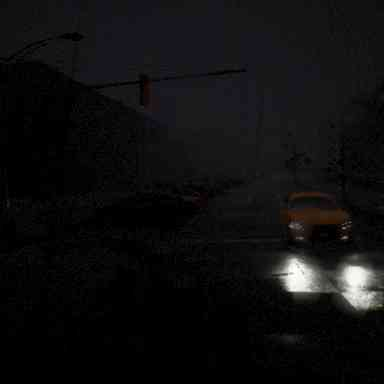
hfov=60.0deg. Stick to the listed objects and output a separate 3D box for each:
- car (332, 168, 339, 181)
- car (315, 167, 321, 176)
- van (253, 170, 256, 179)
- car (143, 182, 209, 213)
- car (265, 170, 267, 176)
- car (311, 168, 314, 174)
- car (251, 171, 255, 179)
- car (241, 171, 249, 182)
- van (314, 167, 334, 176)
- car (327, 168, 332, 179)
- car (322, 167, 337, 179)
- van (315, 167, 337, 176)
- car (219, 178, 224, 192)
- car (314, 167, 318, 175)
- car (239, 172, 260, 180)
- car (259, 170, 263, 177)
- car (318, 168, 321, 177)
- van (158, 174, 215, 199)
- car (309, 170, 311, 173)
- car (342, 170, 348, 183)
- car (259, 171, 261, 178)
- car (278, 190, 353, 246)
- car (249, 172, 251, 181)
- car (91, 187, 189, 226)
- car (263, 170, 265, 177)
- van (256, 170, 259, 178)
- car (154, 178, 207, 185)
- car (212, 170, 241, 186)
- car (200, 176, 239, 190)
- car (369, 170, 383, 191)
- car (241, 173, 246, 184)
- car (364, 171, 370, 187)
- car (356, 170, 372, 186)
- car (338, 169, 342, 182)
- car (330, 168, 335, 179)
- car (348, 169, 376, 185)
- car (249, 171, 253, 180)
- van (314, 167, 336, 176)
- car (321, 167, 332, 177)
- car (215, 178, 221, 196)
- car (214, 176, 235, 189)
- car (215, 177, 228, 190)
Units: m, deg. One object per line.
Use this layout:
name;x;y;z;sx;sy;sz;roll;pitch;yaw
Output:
car;22.005;-2.082;44.318;5.008;1.535;2.097;-3;3;-5
car;27.354;-3.546;64.248;5.366;1.575;1.946;-3;4;-3
van;10.422;-3.229;70.197;4.442;1.987;1.878;-4;3;-3
car;-1.943;0.545;20.566;5.366;1.575;1.946;-4;3;-9
car;17.225;-4.962;93.179;5.566;2.045;2.435;-4;3;-3
car;30.743;-4.395;75.626;5.366;1.575;1.946;-3;4;-3
car;9.285;-2.771;67.299;5.366;1.575;1.946;-4;3;-4
car;6.992;-2.269;58.624;4.553;1.767;2.185;-4;3;-5
van;33.357;-5.258;84.149;4.442;1.987;1.878;-3;4;-3
car;23.547;-2.471;50.040;4.792;1.488;2.163;-3;3;-5
car;25.072;-2.918;55.733;5.008;1.535;2.097;-3;3;-4
van;31.656;-4.833;78.458;4.442;1.987;1.878;-3;4;-3
car;0.365;-0.218;32.332;4.674;1.452;2.002;-4;3;-7
car;28.397;-4.015;67.096;5.566;2.045;2.435;-3;3;-3
car;14.623;-4.067;84.574;5.008;1.535;2.097;-4;3;-3
car;13.720;-4.101;81.682;5.566;2.045;2.435;-4;3;-3
car;26.702;-3.339;61.423;4.892;1.521;2.231;-3;3;-4
van;-0.820;-0.080;26.450;4.442;1.987;1.878;-4;3;-8
car;34.354;-5.502;87.004;5.566;2.045;2.435;-3;3;-3
car;20.764;-1.679;38.605;5.366;1.575;1.946;-3;3;-6
car;12.899;-3.638;78.832;5.008;1.535;2.097;-4;3;-3
car;4.129;0.762;11.759;1.882;1.535;5.008;-2;4;11
car;7.807;-2.355;61.533;4.892;1.521;2.231;-4;3;-4
car;-2.871;0.805;17.661;4.792;1.488;2.163;-4;4;-9
car;15.445;-4.529;87.422;5.566;2.045;2.435;-4;3;-3
van;12.140;-3.657;75.956;4.442;1.987;1.878;-4;3;-3
car;-1.571;0.235;23.482;4.553;1.767;2.185;-4;3;-8
car;3.135;-1.342;44.062;5.566;2.045;2.435;-4;3;-6
car;3.854;-1.298;46.994;5.008;1.535;2.097;-4;3;-6
car;17.740;-0.842;27.040;5.366;1.575;1.946;-3;4;-7
car;5.387;-1.720;52.818;5.008;1.535;2.097;-4;3;-5
car;18.560;-1.011;29.957;4.674;1.452;2.002;-3;3;-7
car;19.214;-1.216;32.838;4.674;1.452;2.002;-3;3;-7
car;21.314;-2.001;41.442;4.553;1.767;2.185;-3;4;-6
car;22.724;-2.259;47.169;4.792;1.488;2.163;-3;4;-5
car;19.853;-1.586;35.702;4.553;1.767;2.185;-3;3;-6
car;8.618;-2.568;64.434;5.008;1.535;2.097;-4;3;-4
van;32.507;-5.045;81.304;4.442;1.987;1.878;-2;4;-3
car;25.852;-3.253;58.568;4.553;1.767;2.185;-3;3;-4
car;-0.296;-0.050;29.392;4.892;1.521;2.231;-4;3;-8
car;2.412;-0.841;41.138;4.674;1.452;2.002;-4;3;-6
car;1.024;-0.425;35.277;4.674;1.452;2.002;-4;3;-7
